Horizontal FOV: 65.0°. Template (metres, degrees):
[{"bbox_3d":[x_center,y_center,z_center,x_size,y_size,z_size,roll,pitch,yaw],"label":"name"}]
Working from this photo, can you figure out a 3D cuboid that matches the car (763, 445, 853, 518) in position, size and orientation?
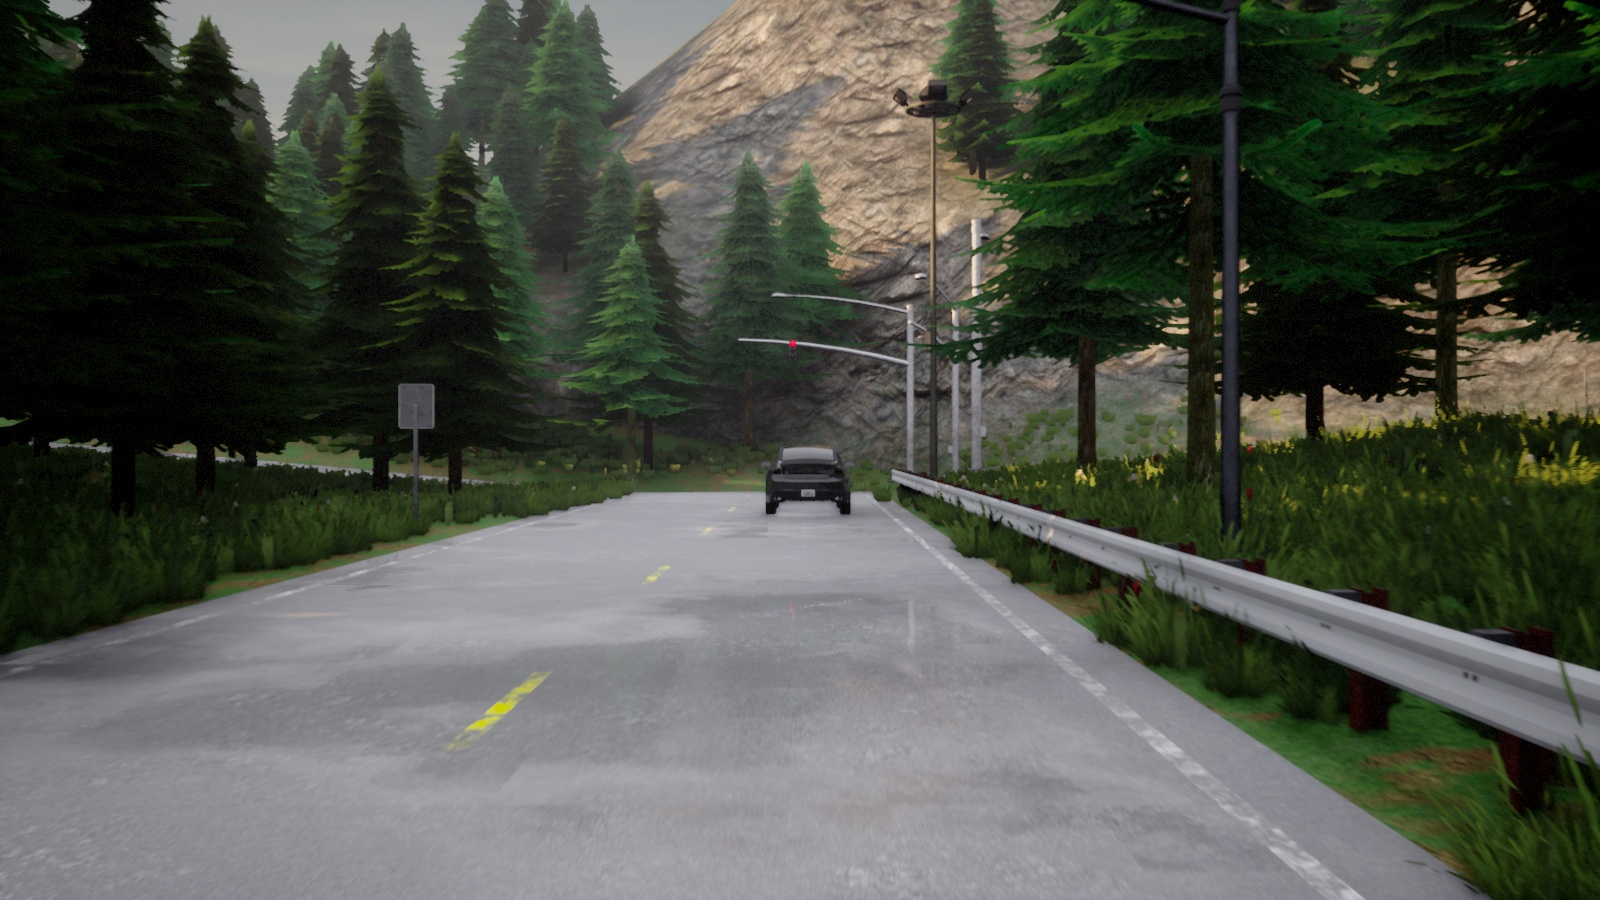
[{"bbox_3d":[0.177,0.634,28.209,1.837,1.490,4.892,0,0,0],"label":"car"}]
